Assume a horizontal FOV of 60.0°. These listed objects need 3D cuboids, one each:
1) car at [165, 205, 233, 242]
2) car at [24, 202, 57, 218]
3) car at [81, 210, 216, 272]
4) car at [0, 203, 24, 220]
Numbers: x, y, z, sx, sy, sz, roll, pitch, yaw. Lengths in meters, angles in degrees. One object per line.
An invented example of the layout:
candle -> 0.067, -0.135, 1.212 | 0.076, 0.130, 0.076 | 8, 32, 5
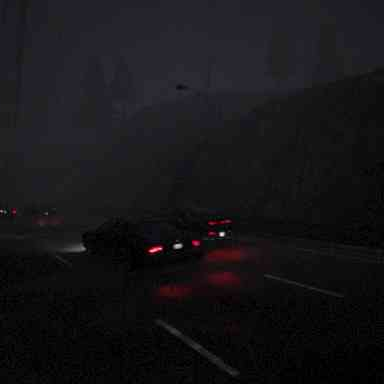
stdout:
car -> -0.329, 1.325, 14.321 | 1.837, 1.490, 4.892 | -2, 1, -36
car -> -14.095, 1.567, 30.303 | 1.895, 1.301, 4.718 | -2, 1, -44
car -> -1.837, 1.452, 10.552 | 2.033, 1.411, 5.357 | -2, 1, -36
car -> -15.910, 1.597, 27.175 | 2.033, 1.411, 5.357 | -2, 1, -44
